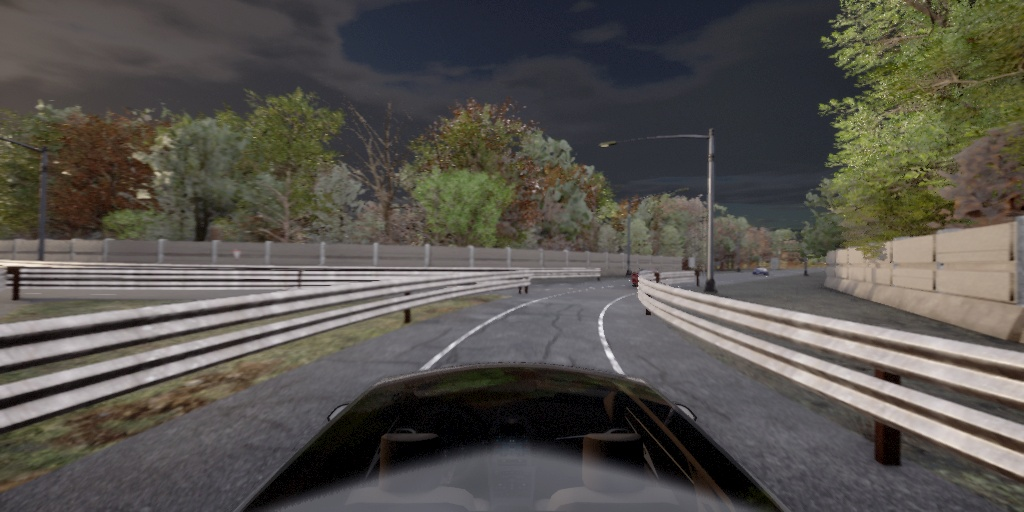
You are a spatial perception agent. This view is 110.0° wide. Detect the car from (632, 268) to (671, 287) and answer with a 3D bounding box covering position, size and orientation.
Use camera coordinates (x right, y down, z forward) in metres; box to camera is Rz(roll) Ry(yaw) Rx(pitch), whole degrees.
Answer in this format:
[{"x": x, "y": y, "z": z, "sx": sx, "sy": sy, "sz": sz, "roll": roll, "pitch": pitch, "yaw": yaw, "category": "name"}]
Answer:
[{"x": 11.806, "y": 1.782, "z": 30.149, "sx": 1.882, "sy": 1.535, "sz": 5.008, "roll": 0, "pitch": -1, "yaw": 42, "category": "car"}]
